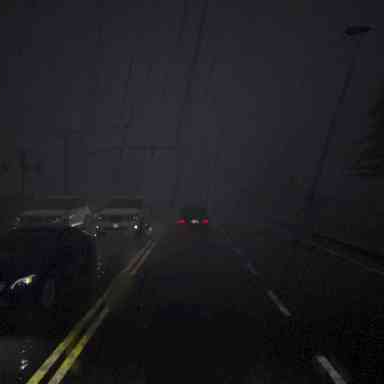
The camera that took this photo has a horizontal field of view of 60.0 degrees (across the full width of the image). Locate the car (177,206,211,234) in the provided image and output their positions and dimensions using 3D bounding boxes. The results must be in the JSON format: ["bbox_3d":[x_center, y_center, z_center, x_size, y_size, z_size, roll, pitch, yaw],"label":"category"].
[{"bbox_3d":[0.092,1.541,19.265,2.033,1.411,5.357,0,0,0],"label":"car"}]

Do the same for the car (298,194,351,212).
[{"bbox_3d":[14.749,1.209,37.394,5.566,2.045,2.150,0,0,2],"label":"car"}]

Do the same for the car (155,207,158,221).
[{"bbox_3d":[-3.509,1.547,23.935,1.837,1.490,4.892,0,0,0],"label":"car"}]

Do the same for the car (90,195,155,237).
[{"bbox_3d":[-3.575,1.216,18.288,2.150,2.045,5.566,0,0,0],"label":"car"}]

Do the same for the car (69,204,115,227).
[{"bbox_3d":[-7.009,1.635,23.903,1.895,1.301,4.718,0,0,0],"label":"car"}]

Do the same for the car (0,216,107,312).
[{"bbox_3d":[-3.590,1.523,7.820,1.812,1.442,4.674,0,0,0],"label":"car"}]

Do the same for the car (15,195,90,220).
[{"bbox_3d":[-7.073,1.213,17.554,2.150,2.045,5.566,0,0,1],"label":"car"}]
